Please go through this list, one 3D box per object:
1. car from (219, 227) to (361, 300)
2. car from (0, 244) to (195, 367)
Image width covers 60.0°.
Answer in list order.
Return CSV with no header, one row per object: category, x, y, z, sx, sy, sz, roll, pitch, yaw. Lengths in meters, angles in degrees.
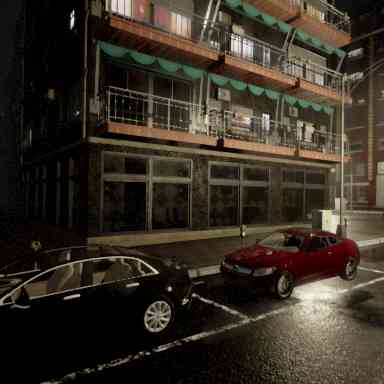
car,2.615,1.585,8.375,4.206,1.307,1.802,0,1,-36
car,-2.011,1.551,5.068,4.403,1.369,2.008,0,1,-36
